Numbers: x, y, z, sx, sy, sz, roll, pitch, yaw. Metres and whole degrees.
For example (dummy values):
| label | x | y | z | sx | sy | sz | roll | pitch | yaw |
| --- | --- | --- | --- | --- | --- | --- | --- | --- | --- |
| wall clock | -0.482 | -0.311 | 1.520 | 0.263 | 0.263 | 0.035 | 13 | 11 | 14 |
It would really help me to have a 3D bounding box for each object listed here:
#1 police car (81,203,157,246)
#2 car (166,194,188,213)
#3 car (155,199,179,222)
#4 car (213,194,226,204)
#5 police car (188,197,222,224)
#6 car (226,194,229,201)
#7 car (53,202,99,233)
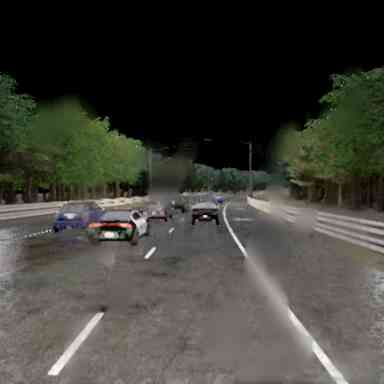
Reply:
| label | x | y | z | sx | sy | sz | roll | pitch | yaw |
| --- | --- | --- | --- | --- | --- | --- | --- | --- | --- |
| police car | -3.166 | 1.509 | 15.553 | 2.038 | 1.542 | 4.974 | 0 | 0 | 2 |
| car | -1.691 | 1.230 | 37.248 | 2.150 | 2.045 | 5.566 | 0 | 0 | 5 |
| car | -2.576 | 1.554 | 26.395 | 2.033 | 1.411 | 5.357 | 0 | 0 | 4 |
| car | 4.468 | 1.379 | 58.024 | 1.882 | 1.535 | 5.008 | 0 | 1 | 9 |
| police car | 1.026 | 1.434 | 25.017 | 1.930 | 1.638 | 5.238 | 0 | 0 | 3 |
| car | 7.193 | 1.207 | 74.636 | 2.128 | 1.511 | 4.902 | 0 | 1 | 11 |
| car | -6.330 | 1.354 | 19.710 | 2.097 | 1.767 | 4.553 | 0 | 0 | 3 |
